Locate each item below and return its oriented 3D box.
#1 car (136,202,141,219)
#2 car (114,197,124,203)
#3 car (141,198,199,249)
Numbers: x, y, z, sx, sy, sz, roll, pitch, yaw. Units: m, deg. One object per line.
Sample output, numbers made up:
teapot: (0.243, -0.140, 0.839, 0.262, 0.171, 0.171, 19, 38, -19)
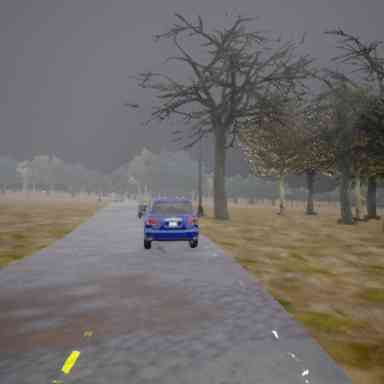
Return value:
car: (-3.918, 1.507, 29.663, 2.128, 1.511, 4.902, 0, 0, -12)
car: (-16.306, 1.826, 74.325, 1.994, 1.385, 4.181, 0, 0, -12)
car: (-1.068, 1.260, 14.868, 2.150, 2.045, 5.566, 0, 0, -8)
